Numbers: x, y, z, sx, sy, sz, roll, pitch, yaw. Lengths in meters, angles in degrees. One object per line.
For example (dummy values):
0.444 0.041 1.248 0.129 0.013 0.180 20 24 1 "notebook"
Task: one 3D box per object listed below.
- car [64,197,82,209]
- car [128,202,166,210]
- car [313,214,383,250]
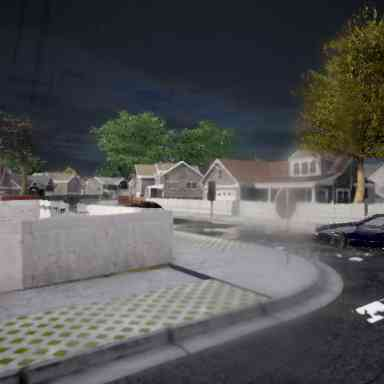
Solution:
-15.379 1.480 42.873 1.837 1.490 4.892 0 -1 -28 "car"
-3.188 1.484 24.284 1.837 1.490 4.892 0 0 -35 "car"
7.560 1.546 12.772 5.357 1.411 2.033 0 0 32 "car"
